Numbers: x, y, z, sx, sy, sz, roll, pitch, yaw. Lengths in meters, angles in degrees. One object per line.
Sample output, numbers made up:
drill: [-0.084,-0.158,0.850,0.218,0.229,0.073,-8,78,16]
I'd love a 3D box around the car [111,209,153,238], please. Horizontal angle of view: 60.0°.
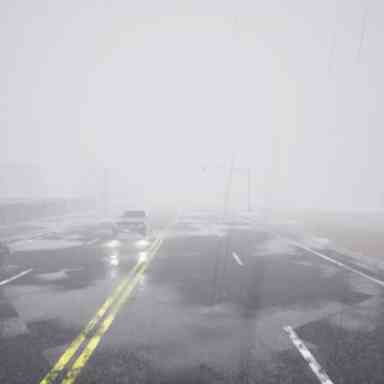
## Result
car: [-3.354,1.745,19.444,1.812,1.442,4.674,0,-1,0]

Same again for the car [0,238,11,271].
car: [-6.604,1.660,8.592,1.994,1.385,4.181,0,-1,0]
